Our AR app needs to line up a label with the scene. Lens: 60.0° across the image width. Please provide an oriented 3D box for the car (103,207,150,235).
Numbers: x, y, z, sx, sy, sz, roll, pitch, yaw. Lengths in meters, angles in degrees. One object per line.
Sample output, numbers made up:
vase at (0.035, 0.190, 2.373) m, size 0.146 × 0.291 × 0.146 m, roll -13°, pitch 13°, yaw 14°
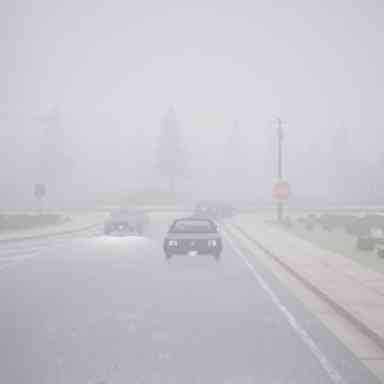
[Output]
car at (-3.545, 1.560, 18.635) m, size 1.994 × 1.385 × 4.181 m, roll 0°, pitch 0°, yaw 0°

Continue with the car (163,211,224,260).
car at (0.042, 1.597, 12.442) m, size 1.895 × 1.301 × 4.718 m, roll 0°, pitch 0°, yaw 0°

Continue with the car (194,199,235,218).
car at (1.918, 1.343, 27.379) m, size 2.097 × 1.767 × 4.553 m, roll 0°, pitch 0°, yaw 28°
